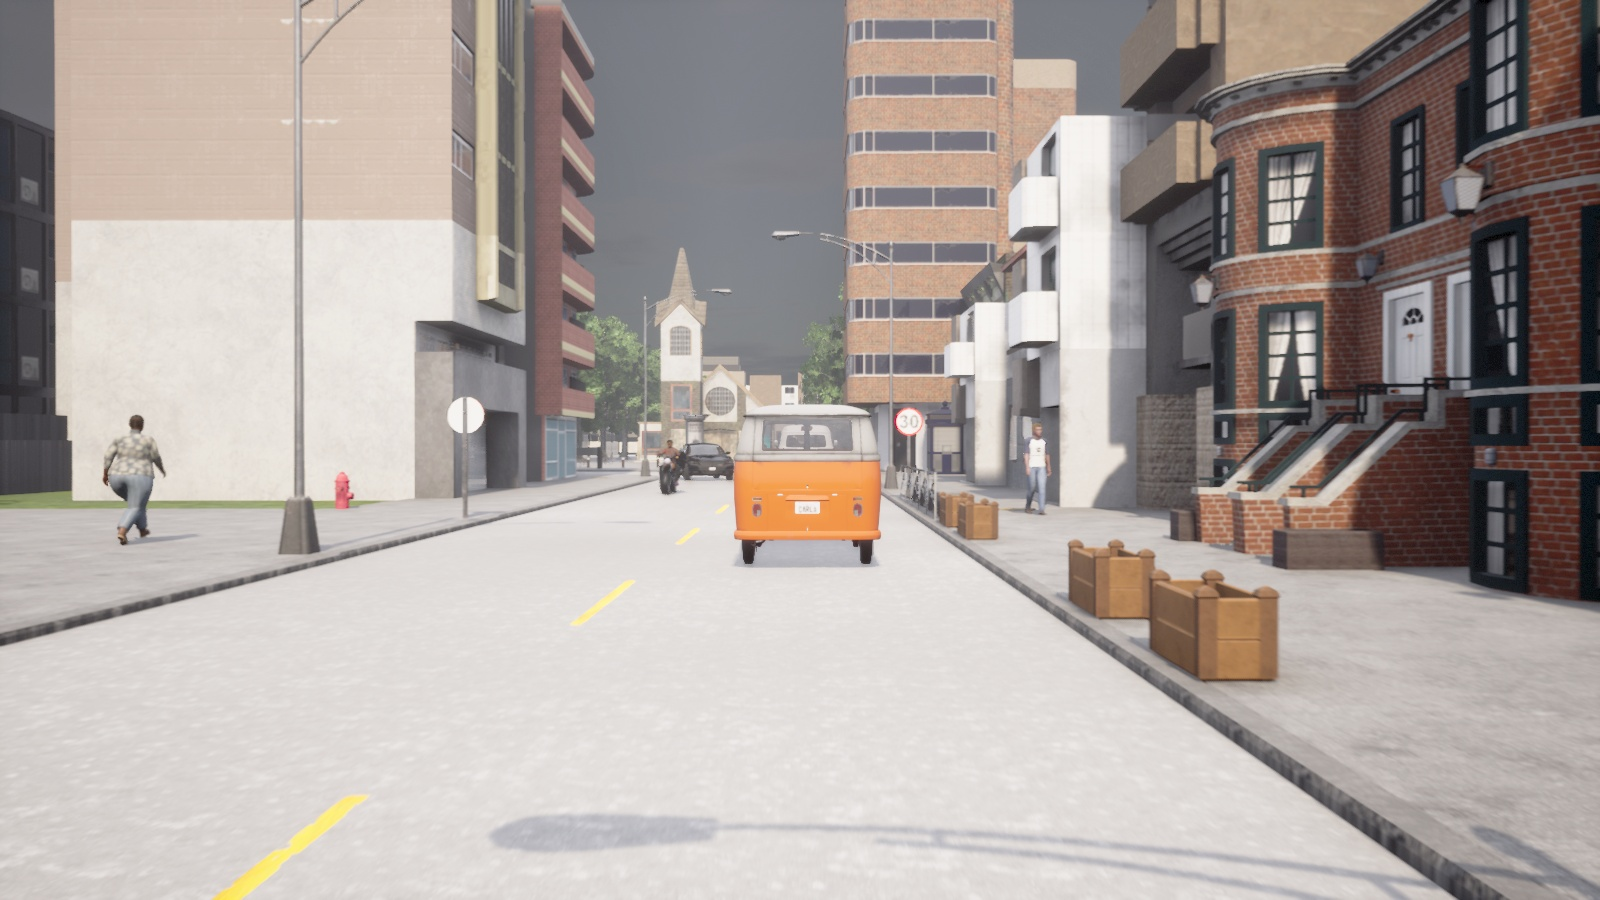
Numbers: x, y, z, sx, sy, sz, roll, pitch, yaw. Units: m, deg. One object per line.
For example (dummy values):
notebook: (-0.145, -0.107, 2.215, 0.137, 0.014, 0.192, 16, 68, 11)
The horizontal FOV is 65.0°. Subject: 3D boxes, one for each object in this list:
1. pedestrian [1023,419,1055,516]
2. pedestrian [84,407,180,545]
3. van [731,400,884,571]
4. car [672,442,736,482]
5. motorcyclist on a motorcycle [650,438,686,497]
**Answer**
pedestrian: (4.577, 0.324, 24.082, 0.354, 1.836, 0.706, 0, 0, -11)
pedestrian: (-9.260, 0.350, 17.444, 0.874, 1.855, 0.900, 0, 0, -2)
van: (0.095, 0.404, 16.857, 1.775, 1.987, 4.442, 0, 0, 0)
car: (-3.938, 0.435, 50.778, 1.882, 1.535, 5.008, 0, 0, -13)
motorcyclist on a motorcycle: (-3.825, 0.488, 36.533, 0.766, 1.649, 2.350, 0, 0, 0)
